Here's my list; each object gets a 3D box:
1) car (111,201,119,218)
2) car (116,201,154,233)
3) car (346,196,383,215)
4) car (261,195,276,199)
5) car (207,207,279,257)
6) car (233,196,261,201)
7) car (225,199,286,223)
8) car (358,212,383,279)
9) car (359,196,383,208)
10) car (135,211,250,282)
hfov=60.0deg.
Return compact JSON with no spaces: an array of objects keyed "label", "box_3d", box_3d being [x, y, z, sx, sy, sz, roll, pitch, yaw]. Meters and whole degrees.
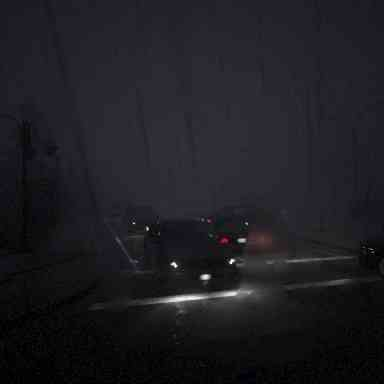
[{"label":"car","box_3d":[-6.313,1.516,30.111,2.033,1.411,5.357,0,0,-17]},{"label":"car","box_3d":[-3.127,1.529,19.967,2.033,1.411,5.357,0,0,-17]},{"label":"car","box_3d":[15.546,1.355,29.271,1.970,1.475,3.806,0,0,-17]},{"label":"car","box_3d":[10.252,1.277,47.171,2.152,1.636,5.027,0,0,-17]},{"label":"car","box_3d":[1.387,1.539,12.763,2.033,1.411,5.357,0,0,-4]},{"label":"car","box_3d":[7.266,1.287,46.207,2.007,1.523,4.514,0,0,-17]},{"label":"car","box_3d":[2.891,1.466,19.605,5.357,1.411,2.033,-3,1,-23]},{"label":"car","box_3d":[6.785,1.475,7.997,5.008,1.535,1.882,0,0,36]},{"label":"car","box_3d":[23.819,1.273,43.279,1.845,1.501,3.633,0,0,-17]},{"label":"car","box_3d":[-0.368,1.543,10.140,2.033,1.411,5.357,0,0,-15]}]
